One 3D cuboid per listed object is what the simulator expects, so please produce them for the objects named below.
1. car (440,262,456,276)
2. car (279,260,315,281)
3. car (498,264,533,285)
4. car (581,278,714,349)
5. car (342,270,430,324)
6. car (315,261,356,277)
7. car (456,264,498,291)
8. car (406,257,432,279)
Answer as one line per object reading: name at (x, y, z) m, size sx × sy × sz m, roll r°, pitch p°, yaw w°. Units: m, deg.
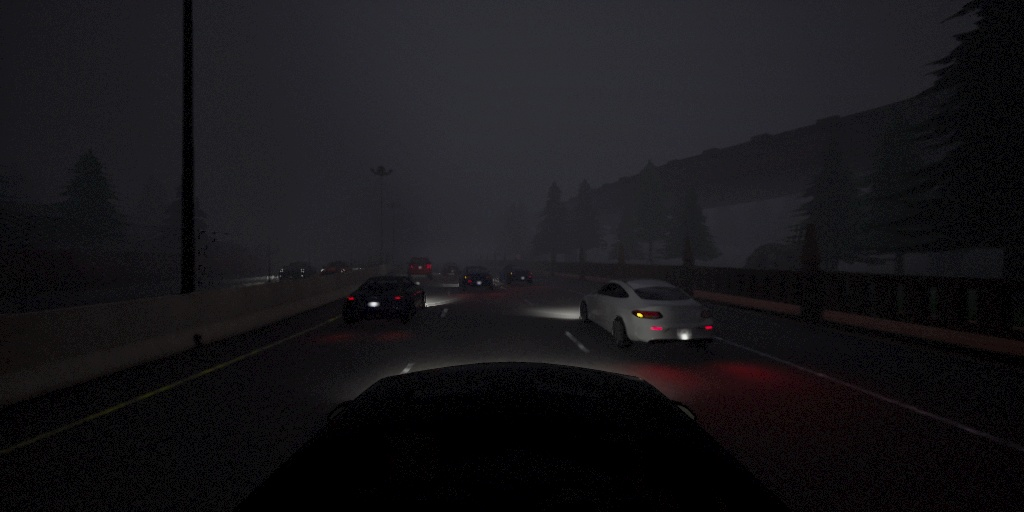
car at (-6.968, 1.420, 40.447) m, size 1.812 × 1.442 × 4.674 m, roll 0°, pitch 0°, yaw -16°
car at (-19.519, 1.275, 32.850) m, size 2.097 × 1.767 × 4.553 m, roll 0°, pitch 0°, yaw -16°
car at (0.219, 1.351, 27.199) m, size 1.812 × 1.442 × 4.674 m, roll 0°, pitch 0°, yaw -13°
car at (3.122, 1.285, 9.099) m, size 1.812 × 1.442 × 4.674 m, roll 0°, pitch 0°, yaw -4°
car at (-4.196, 1.363, 12.325) m, size 1.994 × 1.385 × 4.181 m, roll 0°, pitch 0°, yaw -6°
car at (-15.716, 1.257, 32.220) m, size 2.097 × 1.767 × 4.553 m, roll 0°, pitch 0°, yaw -16°
car at (-2.330, 1.348, 22.615) m, size 1.812 × 1.442 × 4.674 m, roll 0°, pitch 0°, yaw -12°
car at (-8.810, 1.106, 34.166) m, size 2.150 × 2.045 × 5.566 m, roll 0°, pitch 0°, yaw -16°
